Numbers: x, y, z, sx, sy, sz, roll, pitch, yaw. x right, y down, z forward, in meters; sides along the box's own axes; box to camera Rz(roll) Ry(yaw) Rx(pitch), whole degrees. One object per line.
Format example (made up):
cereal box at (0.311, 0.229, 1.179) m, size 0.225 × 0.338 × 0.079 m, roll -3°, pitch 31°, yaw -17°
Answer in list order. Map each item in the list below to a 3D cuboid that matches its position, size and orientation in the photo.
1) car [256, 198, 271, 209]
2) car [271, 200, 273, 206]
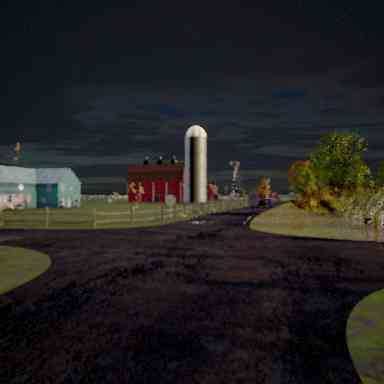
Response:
car at (13.005, 2.286, 61.408) m, size 1.837 × 1.490 × 4.892 m, roll 0°, pitch -1°, yaw 18°
car at (16.241, 2.126, 71.287) m, size 2.097 × 1.767 × 4.553 m, roll 0°, pitch -1°, yaw 18°
